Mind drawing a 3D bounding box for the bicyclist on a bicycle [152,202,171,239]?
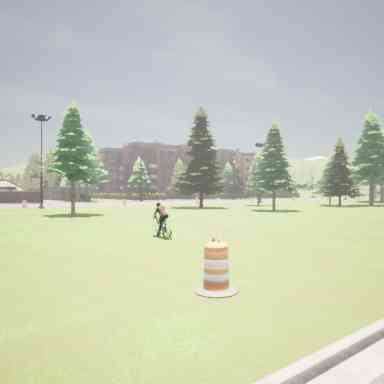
[{"bbox_3d":[-1.432,1.303,15.170,0.582,1.620,1.656,0,-2,-37],"label":"bicyclist on a bicycle"}]
